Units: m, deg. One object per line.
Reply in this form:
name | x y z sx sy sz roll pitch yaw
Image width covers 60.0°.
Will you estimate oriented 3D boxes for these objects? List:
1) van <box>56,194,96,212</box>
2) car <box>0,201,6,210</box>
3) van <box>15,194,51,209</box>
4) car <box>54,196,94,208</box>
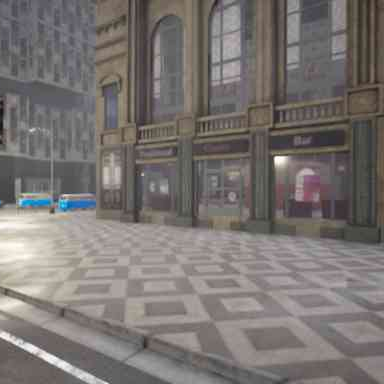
van | -11.616 1.125 34.148 1.690 1.788 3.998 0 0 36
car | -21.820 1.309 34.548 2.008 1.369 4.403 0 0 36
van | -18.546 1.088 39.114 1.690 1.788 3.998 0 0 36
car | -15.372 1.262 43.542 1.752 1.417 4.829 0 0 36
